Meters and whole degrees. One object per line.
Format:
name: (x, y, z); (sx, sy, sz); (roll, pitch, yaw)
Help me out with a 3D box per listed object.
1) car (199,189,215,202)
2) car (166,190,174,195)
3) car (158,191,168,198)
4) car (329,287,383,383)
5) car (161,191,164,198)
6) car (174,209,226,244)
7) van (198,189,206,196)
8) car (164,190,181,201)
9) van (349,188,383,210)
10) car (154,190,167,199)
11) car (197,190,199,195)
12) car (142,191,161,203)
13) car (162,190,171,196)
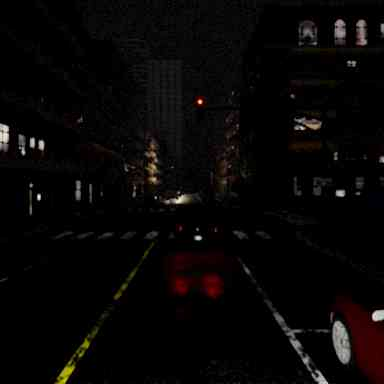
car: (2.517, 0.617, 51.665); (1.967, 1.590, 4.097); (-1, 1, 0)
car: (-5.985, 0.172, 90.337); (1.802, 1.307, 4.206); (-1, 1, 0)
car: (-5.915, 0.505, 68.228); (1.802, 1.307, 4.206); (-1, 1, 0)
car: (2.675, 1.499, 2.674); (1.887, 1.381, 4.507); (0, 1, 0)
car: (-5.862, 0.744, 51.645); (1.947, 1.339, 4.313); (-1, 1, 0)
car: (0.496, 1.364, 14.450); (1.895, 1.301, 4.718); (0, 1, 7)
van: (2.428, 0.096, 79.299); (1.690, 1.788, 3.998); (-1, 1, 0)
car: (-3.250, 0.594, 55.630); (1.882, 1.535, 5.008); (0, 1, 0)
van: (15.552, 0.576, 28.275); (3.998, 1.788, 1.690); (-1, 2, -1)
car: (-5.898, 0.448, 62.698); (1.967, 1.590, 4.097); (-1, 1, 0)
car: (2.466, 0.473, 68.248); (2.008, 1.369, 4.403); (-1, 1, 0)
car: (-5.844, 0.814, 46.118); (2.008, 1.369, 4.403); (-1, 1, 0)
car: (-5.950, 0.283, 79.111); (1.752, 1.417, 4.829); (-1, 1, 0)
